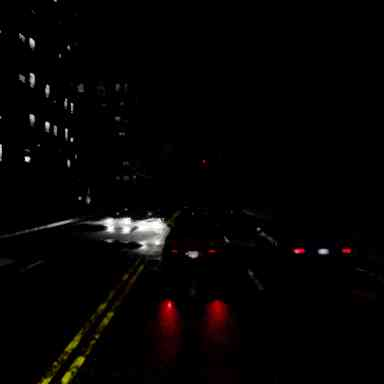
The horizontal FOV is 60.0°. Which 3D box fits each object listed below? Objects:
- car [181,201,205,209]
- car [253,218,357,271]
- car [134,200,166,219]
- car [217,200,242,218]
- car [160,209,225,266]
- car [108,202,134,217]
[{"bbox_3d":[0.082,1.494,29.287,2.128,1.511,4.902,0,0,0],"label":"car"},{"bbox_3d":[3.316,1.547,10.867,2.033,1.411,5.357,0,0,0],"label":"car"},{"bbox_3d":[-3.339,1.496,28.809,2.128,1.511,4.902,0,0,0],"label":"car"},{"bbox_3d":[3.332,1.481,30.213,1.882,1.535,5.008,0,0,0],"label":"car"},{"bbox_3d":[0.071,1.525,11.416,1.812,1.442,4.674,0,0,1],"label":"car"},{"bbox_3d":[-6.582,1.606,31.725,1.895,1.301,4.718,0,0,0],"label":"car"}]
